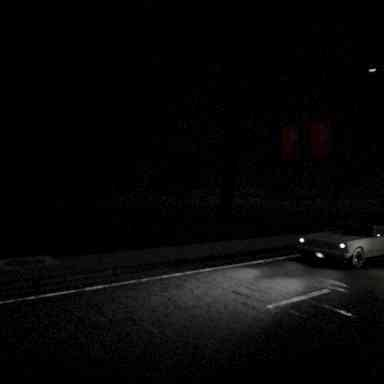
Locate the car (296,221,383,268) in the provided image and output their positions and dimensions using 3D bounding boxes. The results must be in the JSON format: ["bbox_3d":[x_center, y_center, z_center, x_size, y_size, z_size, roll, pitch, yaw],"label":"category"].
[{"bbox_3d":[5.861,1.723,11.868,4.718,1.301,1.895,1,0,-36],"label":"car"}]
